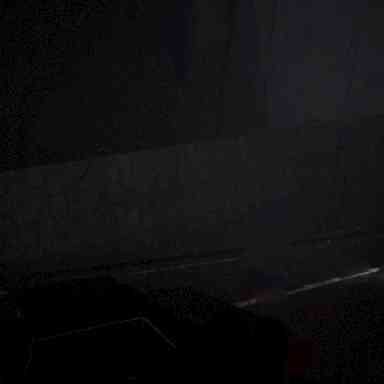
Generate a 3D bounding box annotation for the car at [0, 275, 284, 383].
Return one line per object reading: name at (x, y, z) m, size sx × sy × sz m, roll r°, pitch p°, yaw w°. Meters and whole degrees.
car at (-1.401, 1.611, 2.991) m, size 4.718 × 1.301 × 1.895 m, roll 0°, pitch 0°, yaw -36°
